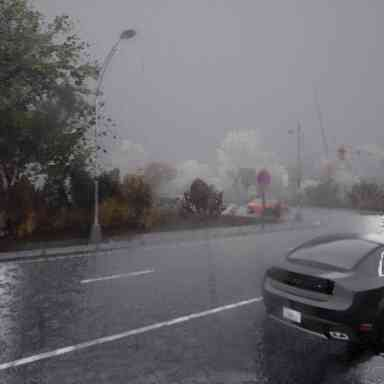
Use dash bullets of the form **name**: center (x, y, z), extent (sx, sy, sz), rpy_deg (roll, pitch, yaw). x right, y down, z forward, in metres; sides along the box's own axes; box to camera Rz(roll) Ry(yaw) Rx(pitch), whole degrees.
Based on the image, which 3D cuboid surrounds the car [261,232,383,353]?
- **car**: center (3.403, 1.521, 6.175), extent (4.892, 1.490, 1.837), rpy_deg (0, 0, -36)

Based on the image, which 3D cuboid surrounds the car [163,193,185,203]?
- **car**: center (-2.877, 1.237, 50.069), extent (2.150, 2.045, 5.566), rpy_deg (0, 0, -33)

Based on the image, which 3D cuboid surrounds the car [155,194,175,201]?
- **car**: center (-6.063, 1.242, 74.237), extent (2.033, 1.411, 5.357), rpy_deg (0, 1, -37)

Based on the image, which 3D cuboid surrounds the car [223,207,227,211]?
- **car**: center (2.454, 1.570, 41.632), extent (1.837, 1.490, 4.892), rpy_deg (0, 0, -32)

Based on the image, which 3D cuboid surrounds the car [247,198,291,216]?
- **car**: center (7.653, 1.420, 33.398), extent (2.097, 1.767, 4.553), rpy_deg (0, 0, -32)

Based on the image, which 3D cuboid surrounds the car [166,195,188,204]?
- **car**: center (-2.928, 1.398, 63.559), extent (1.837, 1.490, 4.892), rpy_deg (0, 1, -33)
